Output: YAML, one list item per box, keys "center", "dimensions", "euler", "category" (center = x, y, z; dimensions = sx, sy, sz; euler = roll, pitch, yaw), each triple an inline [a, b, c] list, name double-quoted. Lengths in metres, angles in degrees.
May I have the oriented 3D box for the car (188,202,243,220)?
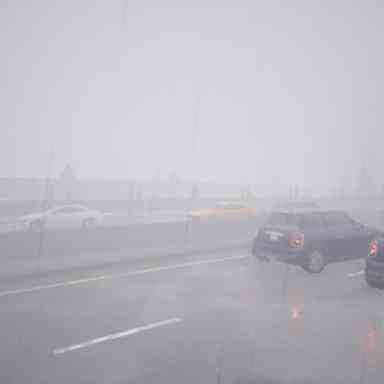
- center: [2.124, 1.411, 21.724]
  dimensions: [5.008, 1.535, 1.882]
  euler: [0, 0, -29]
  category: "car"

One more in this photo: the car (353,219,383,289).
- center: [6.108, 1.299, 7.652]
  dimensions: [4.553, 1.767, 2.097]
  euler: [0, 0, -32]
  category: "car"

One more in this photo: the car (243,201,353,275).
- center: [4.131, 1.301, 10.533]
  dimensions: [4.553, 1.767, 2.097]
  euler: [0, 0, -32]
  category: "car"

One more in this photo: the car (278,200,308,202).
- center: [5.697, 1.273, 19.673]
  dimensions: [4.553, 1.767, 2.097]
  euler: [0, 0, -27]
  category: "car"

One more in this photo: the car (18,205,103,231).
- center: [-7.694, 1.501, 19.776]
  dimensions: [4.674, 1.442, 1.812]
  euler: [0, 0, -33]
  category: "car"
